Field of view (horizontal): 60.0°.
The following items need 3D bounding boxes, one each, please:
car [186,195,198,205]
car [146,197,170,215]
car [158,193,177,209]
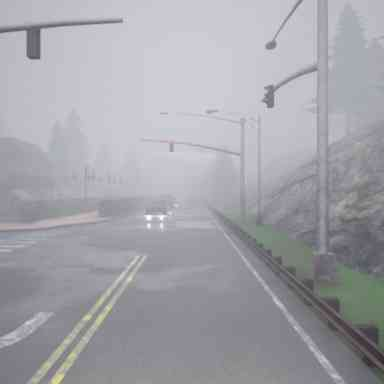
[{"bbox_3d":[0.019,1.343,60.028,2.097,1.767,4.553,0,0,0],"label":"car"},{"bbox_3d":[-3.590,1.559,34.178,1.994,1.385,4.181,0,0,-1],"label":"car"},{"bbox_3d":[-3.574,1.215,44.827,2.150,2.045,5.566,0,0,0],"label":"car"}]
